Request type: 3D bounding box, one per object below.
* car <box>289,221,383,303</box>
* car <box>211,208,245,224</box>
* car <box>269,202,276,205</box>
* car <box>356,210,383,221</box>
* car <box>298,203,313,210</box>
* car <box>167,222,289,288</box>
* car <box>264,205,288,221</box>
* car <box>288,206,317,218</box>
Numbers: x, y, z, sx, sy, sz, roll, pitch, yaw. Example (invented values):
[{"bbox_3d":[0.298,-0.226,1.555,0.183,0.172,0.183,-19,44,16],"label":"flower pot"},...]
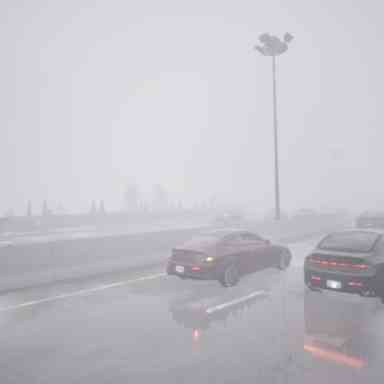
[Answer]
[{"bbox_3d":[4.669,1.727,8.769,1.837,1.490,4.892,-3,-3,44],"label":"car"},{"bbox_3d":[3.841,2.478,35.459,2.097,1.767,4.553,-2,-2,33],"label":"car"},{"bbox_3d":[18.192,3.127,73.302,2.150,2.045,5.566,-1,-2,8],"label":"car"},{"bbox_3d":[13.334,2.064,24.307,1.882,1.535,5.008,-2,-2,37],"label":"car"},{"bbox_3d":[25.404,3.316,74.782,2.033,1.411,5.357,-1,-2,5],"label":"car"},{"bbox_3d":[1.285,1.858,10.298,1.812,1.442,4.674,-3,-3,44],"label":"car"},{"bbox_3d":[9.819,2.610,38.392,2.128,1.511,4.902,-2,-2,30],"label":"car"},{"bbox_3d":[12.066,2.483,35.342,1.837,1.490,4.892,-2,-2,30],"label":"car"}]
